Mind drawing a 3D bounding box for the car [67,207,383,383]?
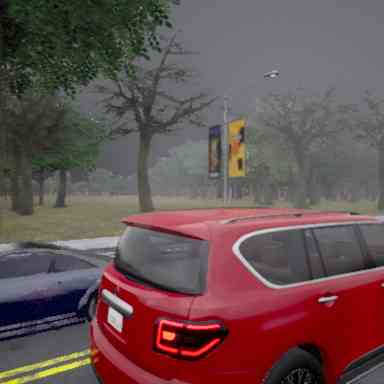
[{"bbox_3d":[1.505,1.228,4.500,5.566,2.045,2.150,0,0,-35],"label":"car"}]

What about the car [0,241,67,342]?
[{"bbox_3d":[-3.100,1.560,5.471,4.181,1.385,1.994,0,0,-35],"label":"car"}]
